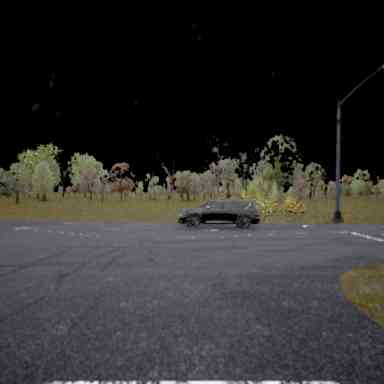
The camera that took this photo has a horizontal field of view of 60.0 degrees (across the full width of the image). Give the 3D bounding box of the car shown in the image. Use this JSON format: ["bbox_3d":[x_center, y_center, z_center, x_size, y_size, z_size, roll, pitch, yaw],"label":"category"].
[{"bbox_3d":[1.871,1.497,22.801,5.566,2.045,2.150,1,0,0],"label":"car"}]
